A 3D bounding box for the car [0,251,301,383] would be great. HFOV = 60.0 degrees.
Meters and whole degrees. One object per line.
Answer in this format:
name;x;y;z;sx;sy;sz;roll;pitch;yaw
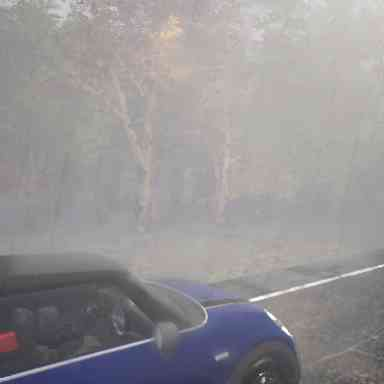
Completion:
car;-1.102;1.352;2.960;4.553;1.767;2.097;0;0;-35
